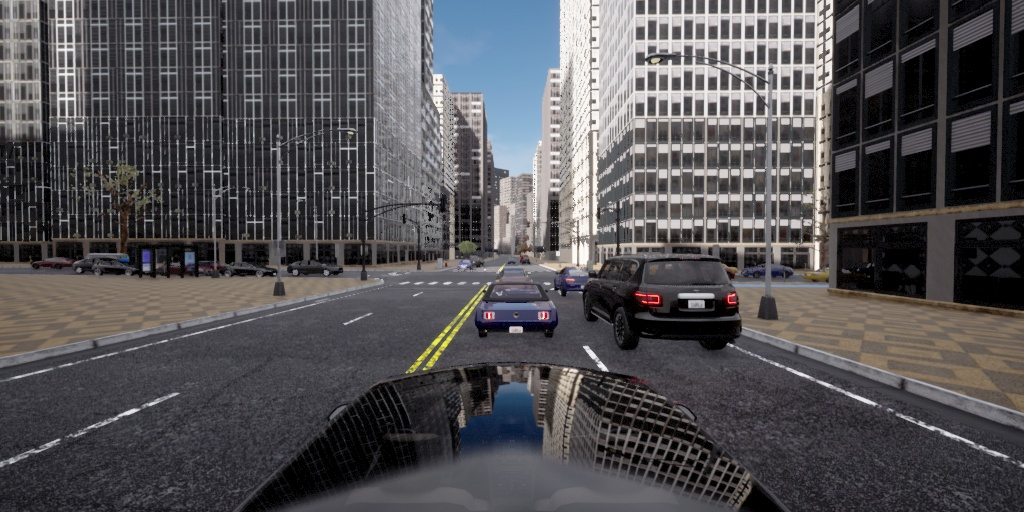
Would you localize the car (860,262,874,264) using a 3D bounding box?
[{"bbox_3d":[35.898,1.384,36.102,4.553,1.767,2.097,0,1,1],"label":"car"}]

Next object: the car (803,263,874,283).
[{"bbox_3d":[27.611,1.578,30.471,4.829,1.417,1.751,0,0,1],"label":"car"}]

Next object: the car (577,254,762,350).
[{"bbox_3d":[3.343,0.968,9.204,2.150,2.045,5.566,0,0,0],"label":"car"}]

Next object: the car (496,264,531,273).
[{"bbox_3d":[0.083,1.304,18.903,1.994,1.385,4.181,0,0,0],"label":"car"}]

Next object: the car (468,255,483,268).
[{"bbox_3d":[-6.636,0.923,61.153,2.150,2.045,5.566,0,0,0],"label":"car"}]

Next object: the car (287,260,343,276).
[{"bbox_3d":[-18.472,1.106,33.765,4.892,1.490,1.837,1,1,1],"label":"car"}]

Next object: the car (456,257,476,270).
[{"bbox_3d":[-6.641,1.239,51.190,1.812,1.442,4.674,0,0,-2],"label":"car"}]

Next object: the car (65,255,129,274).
[{"bbox_3d":[-38.791,0.921,34.165,4.892,1.490,1.837,1,1,1],"label":"car"}]

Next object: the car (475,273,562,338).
[{"bbox_3d":[0.093,1.347,10.166,1.895,1.301,4.718,0,0,0],"label":"car"}]

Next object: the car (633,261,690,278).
[{"bbox_3d":[15.136,1.327,36.487,5.008,1.535,1.882,1,1,2],"label":"car"}]

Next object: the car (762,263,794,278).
[{"bbox_3d":[25.796,1.469,36.281,4.674,1.442,1.812,1,1,1],"label":"car"}]

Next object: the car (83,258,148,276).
[{"bbox_3d":[-34.128,1.068,31.437,4.313,1.339,1.948,0,0,1],"label":"car"}]

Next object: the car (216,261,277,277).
[{"bbox_3d":[-22.763,1.172,31.142,4.313,1.339,1.948,0,0,1],"label":"car"}]

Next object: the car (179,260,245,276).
[{"bbox_3d":[-28.354,1.112,33.958,4.718,1.301,1.895,1,1,1],"label":"car"}]

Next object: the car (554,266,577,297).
[{"bbox_3d":[3.332,1.266,18.896,1.812,1.442,4.674,0,0,0],"label":"car"}]

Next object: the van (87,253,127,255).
[{"bbox_3d":[-45.328,0.603,40.085,3.998,1.789,1.690,0,0,1],"label":"van"}]

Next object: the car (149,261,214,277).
[{"bbox_3d":[-28.447,1.137,31.269,4.207,1.307,1.802,0,0,1],"label":"car"}]
